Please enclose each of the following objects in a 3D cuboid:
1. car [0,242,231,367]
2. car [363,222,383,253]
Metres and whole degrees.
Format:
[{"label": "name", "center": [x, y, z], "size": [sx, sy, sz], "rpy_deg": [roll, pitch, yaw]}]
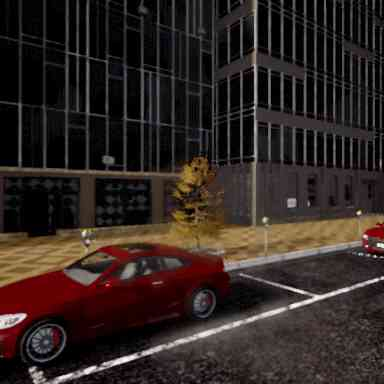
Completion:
[{"label": "car", "center": [-1.187, 1.578, 5.712], "size": [4.206, 1.307, 1.802], "rpy_deg": [0, 0, -36]}, {"label": "car", "center": [8.079, 1.521, 12.326], "size": [4.507, 1.381, 1.887], "rpy_deg": [0, 0, -36]}]
